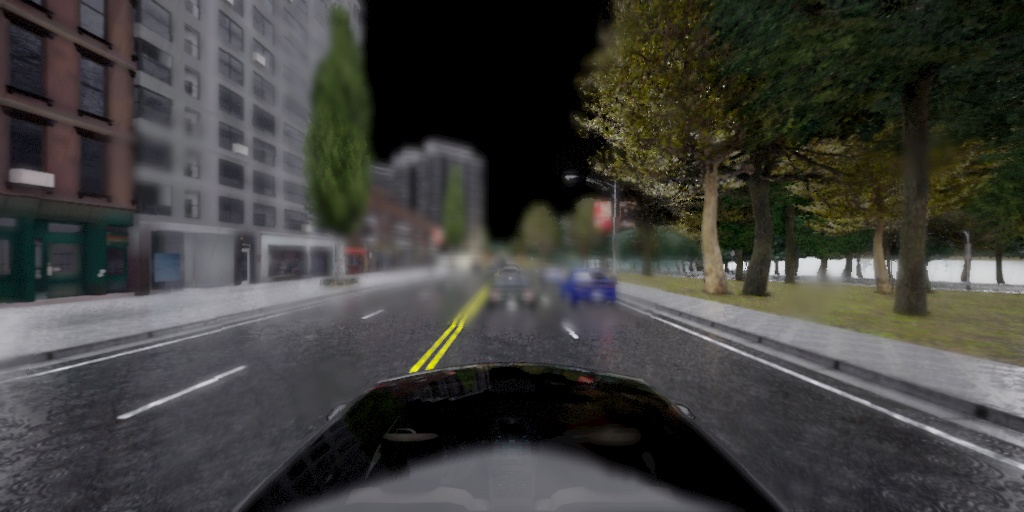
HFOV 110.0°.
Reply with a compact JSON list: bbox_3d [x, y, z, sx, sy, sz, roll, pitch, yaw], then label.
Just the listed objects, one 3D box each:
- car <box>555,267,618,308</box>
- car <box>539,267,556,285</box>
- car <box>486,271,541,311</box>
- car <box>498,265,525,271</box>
[{"bbox_3d":[3.282,1.362,16.106,1.882,1.535,5.008,0,0,1],"label":"car"},{"bbox_3d":[3.266,1.575,29.392,2.033,1.411,5.357,0,-1,0],"label":"car"},{"bbox_3d":[0.020,1.476,15.121,1.895,1.301,4.718,0,-1,0],"label":"car"},{"bbox_3d":[0.028,1.546,30.377,1.837,1.490,4.892,0,0,0],"label":"car"}]
